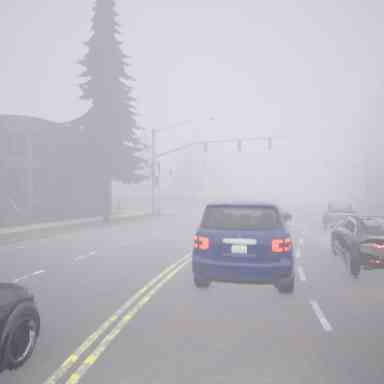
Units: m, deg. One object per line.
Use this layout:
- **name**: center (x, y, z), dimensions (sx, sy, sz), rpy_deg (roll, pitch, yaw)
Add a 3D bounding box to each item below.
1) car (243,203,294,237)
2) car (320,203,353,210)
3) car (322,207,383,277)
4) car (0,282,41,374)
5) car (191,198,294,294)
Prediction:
- **car**: center (4.472, 1.447, 18.724), dimensions (2.033, 1.411, 5.357), rpy_deg (0, 0, 21)
- **car**: center (8.862, 1.383, 20.110), dimensions (2.128, 1.511, 4.902), rpy_deg (0, 0, 20)
- **car**: center (5.320, 1.439, 9.782), dimensions (2.128, 1.511, 4.902), rpy_deg (0, 0, 15)
- **car**: center (-3.228, 1.548, 2.946), dimensions (1.994, 1.385, 4.181), rpy_deg (0, 0, 6)
- **car**: center (1.488, 1.173, 8.986), dimensions (2.150, 2.045, 5.566), rpy_deg (0, 0, 13)
